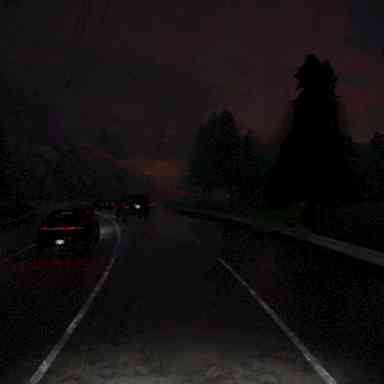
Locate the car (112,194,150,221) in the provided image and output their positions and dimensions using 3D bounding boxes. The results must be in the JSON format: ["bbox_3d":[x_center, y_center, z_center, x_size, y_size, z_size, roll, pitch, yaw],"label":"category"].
[{"bbox_3d":[-4.877,1.193,27.090,2.150,2.045,5.566,0,0,-19],"label":"car"}]

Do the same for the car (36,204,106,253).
[{"bbox_3d":[-4.954,1.478,13.752,2.128,1.511,4.902,0,0,-10],"label":"car"}]

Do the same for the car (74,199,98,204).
[{"bbox_3d":[-10.390,1.496,31.514,1.812,1.442,4.674,0,0,-23],"label":"car"}]

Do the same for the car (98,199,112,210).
[{"bbox_3d":[-10.998,1.507,40.644,2.033,1.411,5.357,0,0,-29],"label":"car"}]
